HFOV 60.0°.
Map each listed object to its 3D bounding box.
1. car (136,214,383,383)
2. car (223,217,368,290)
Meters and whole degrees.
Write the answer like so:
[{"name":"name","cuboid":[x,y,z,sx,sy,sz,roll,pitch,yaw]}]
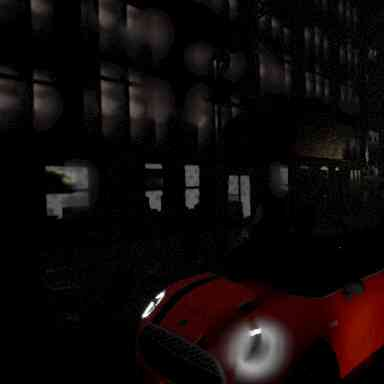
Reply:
[{"name":"car","cuboid":[1.479,1.348,4.682,4.553,1.767,2.097,-1,0,-40]},{"name":"car","cuboid":[3.136,1.547,9.651,4.313,1.339,1.947,-1,-1,-40]}]
